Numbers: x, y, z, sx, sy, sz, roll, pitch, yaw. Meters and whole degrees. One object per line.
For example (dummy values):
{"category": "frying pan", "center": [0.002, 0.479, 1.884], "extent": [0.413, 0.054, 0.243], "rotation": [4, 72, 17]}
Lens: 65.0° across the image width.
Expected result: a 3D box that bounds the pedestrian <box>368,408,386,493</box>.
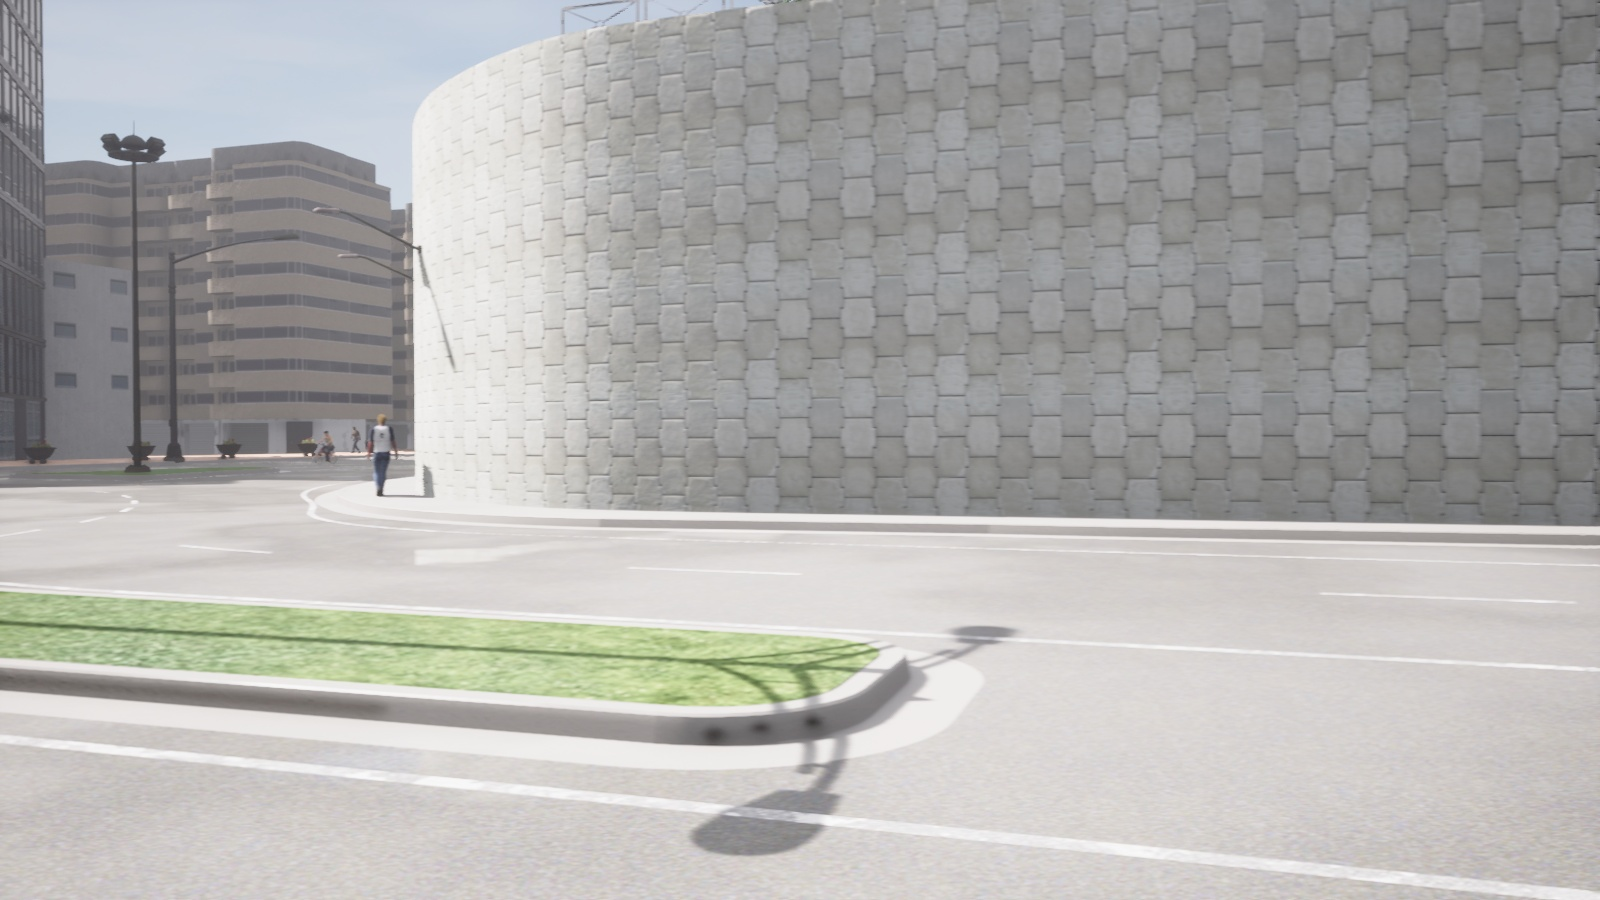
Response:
{"category": "pedestrian", "center": [-9.240, 0.006, 27.445], "extent": [0.354, 1.836, 0.706], "rotation": [0, 1, -20]}
